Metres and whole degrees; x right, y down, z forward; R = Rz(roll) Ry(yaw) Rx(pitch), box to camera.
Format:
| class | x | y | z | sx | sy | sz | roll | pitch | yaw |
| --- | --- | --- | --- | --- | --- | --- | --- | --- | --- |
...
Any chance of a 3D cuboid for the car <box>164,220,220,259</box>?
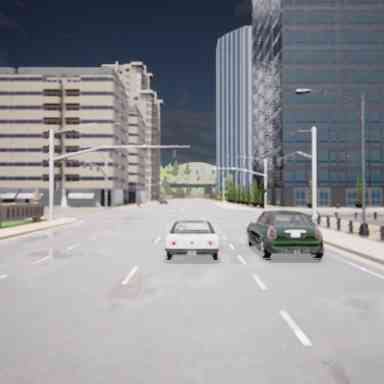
| class | x | y | z | sx | sy | sz | roll | pitch | yaw |
| --- | --- | --- | --- | --- | --- | --- | --- | --- | --- |
| car | 0.023 | 1.749 | 13.210 | 1.895 | 1.301 | 4.718 | 0 | -1 | 0 |

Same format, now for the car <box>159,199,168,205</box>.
| class | x | y | z | sx | sy | sz | roll | pitch | yaw |
| --- | --- | --- | --- | --- | --- | --- | --- | --- | --- |
| car | -6.986 | 2.449 | 81.792 | 2.033 | 1.411 | 5.357 | 0 | -1 | 0 |

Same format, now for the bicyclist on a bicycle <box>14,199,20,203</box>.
| class | x | y | z | sx | sy | sz | roll | pitch | yaw |
| --- | --- | --- | --- | --- | --- | --- | --- | --- | --- |
| bicyclist on a bicycle | -26.072 | 1.796 | 49.429 | 0.582 | 1.620 | 1.656 | 0 | 0 | 7 |

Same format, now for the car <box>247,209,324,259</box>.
| class | x | y | z | sx | sy | sz | roll | pitch | yaw |
| --- | --- | --- | --- | --- | --- | --- | --- | --- | --- |
| car | 3.526 | 1.501 | 13.389 | 2.097 | 1.767 | 4.553 | 0 | -1 | 0 |
